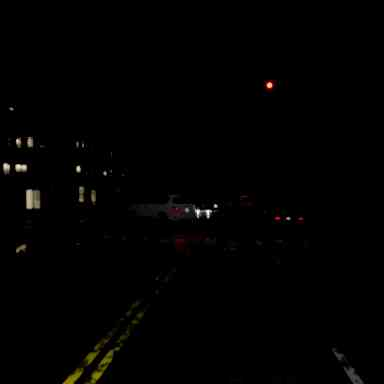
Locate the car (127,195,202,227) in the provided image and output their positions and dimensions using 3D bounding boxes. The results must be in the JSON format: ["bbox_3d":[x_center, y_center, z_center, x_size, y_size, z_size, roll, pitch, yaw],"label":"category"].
[{"bbox_3d":[-2.195,1.197,22.745,2.150,2.045,5.566,1,-1,-44],"label":"car"}]

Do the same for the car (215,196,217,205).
[{"bbox_3d":[3.512,1.408,59.589,1.882,1.535,5.008,0,0,7],"label":"car"}]

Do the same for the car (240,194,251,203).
[{"bbox_3d":[11.250,1.505,69.189,1.895,1.301,4.718,0,0,7],"label":"car"}]

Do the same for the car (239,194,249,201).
[{"bbox_3d":[12.413,1.261,79.093,2.128,1.511,4.902,0,0,7],"label":"car"}]

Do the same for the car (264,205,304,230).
[{"bbox_3d":[5.686,1.525,20.996,2.033,1.411,5.357,0,0,7],"label":"car"}]

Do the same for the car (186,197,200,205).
[{"bbox_3d":[0.192,1.533,59.208,1.895,1.301,4.718,0,0,7],"label":"car"}]

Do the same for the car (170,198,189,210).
[{"bbox_3d":[-1.610,1.515,44.065,1.994,1.385,4.181,0,0,7],"label":"car"}]

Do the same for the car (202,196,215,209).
[{"bbox_3d":[1.624,1.515,43.739,1.994,1.385,4.181,0,0,7],"label":"car"}]

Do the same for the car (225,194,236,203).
[{"bbox_3d":[7.970,1.417,69.124,1.837,1.490,4.892,0,0,7],"label":"car"}]

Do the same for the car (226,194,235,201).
[{"bbox_3d":[9.185,1.214,79.471,1.882,1.535,5.008,0,0,7],"label":"car"}]
